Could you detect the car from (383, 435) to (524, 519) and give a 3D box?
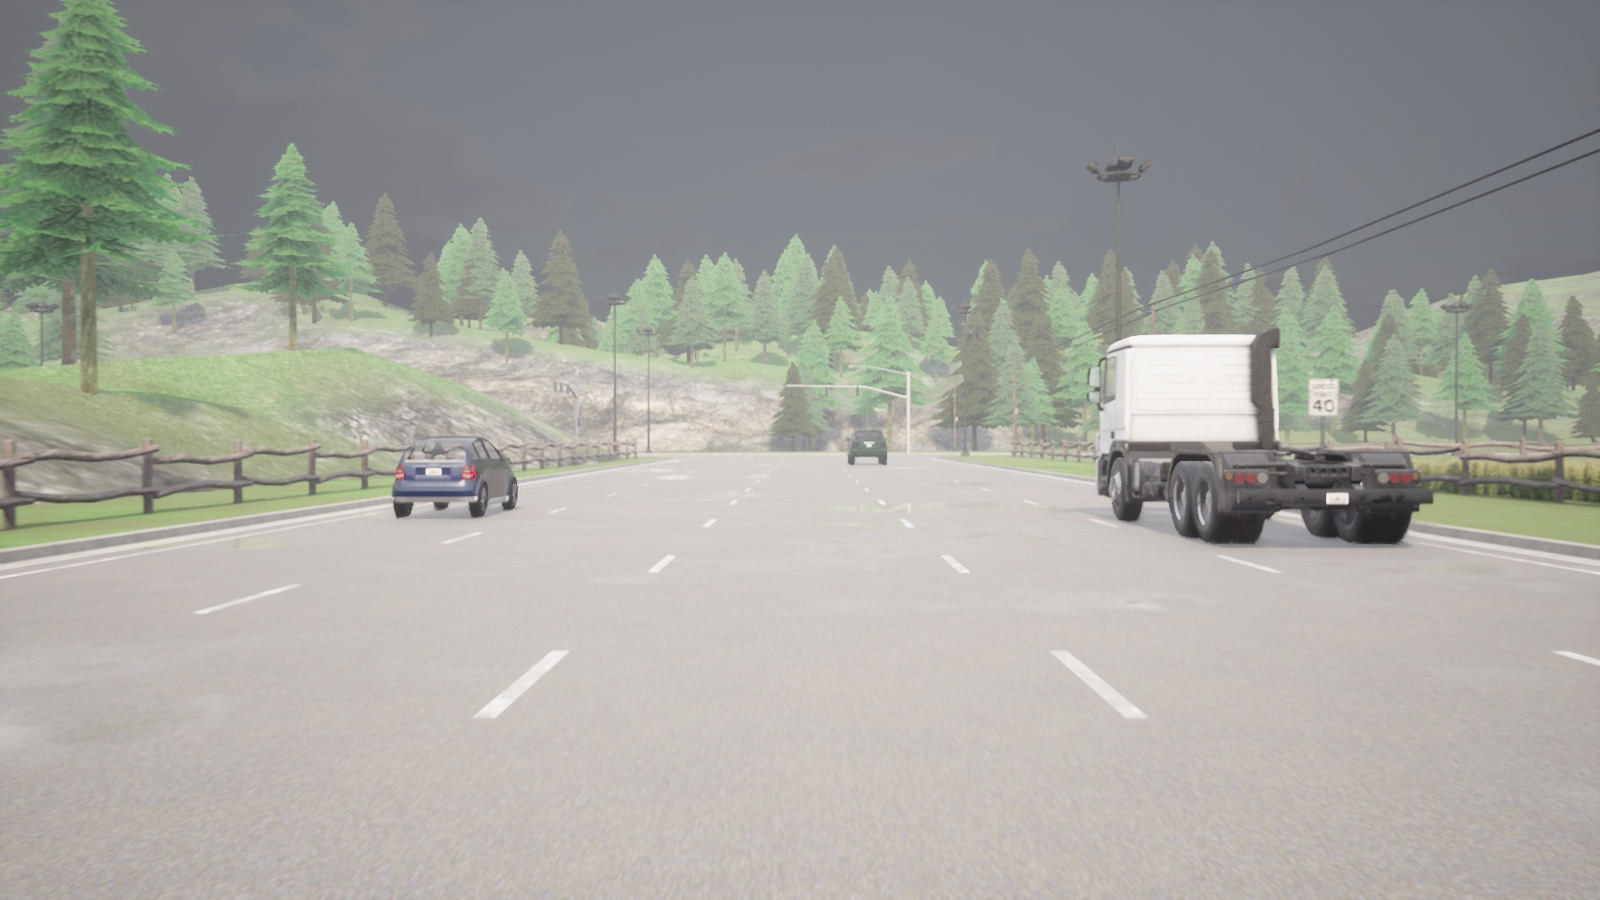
[{"bbox_3d":[-6.844,0.500,25.168,1.789,1.549,3.705,0,0,0],"label":"car"}]

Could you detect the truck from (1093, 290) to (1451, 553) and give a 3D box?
[{"bbox_3d":[7.130,-0.406,20.496,2.891,3.462,7.936,0,0,0],"label":"truck"}]

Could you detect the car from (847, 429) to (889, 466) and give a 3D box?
[{"bbox_3d":[3.925,-0.161,73.484,2.150,2.045,5.566,0,0,0],"label":"car"}]
